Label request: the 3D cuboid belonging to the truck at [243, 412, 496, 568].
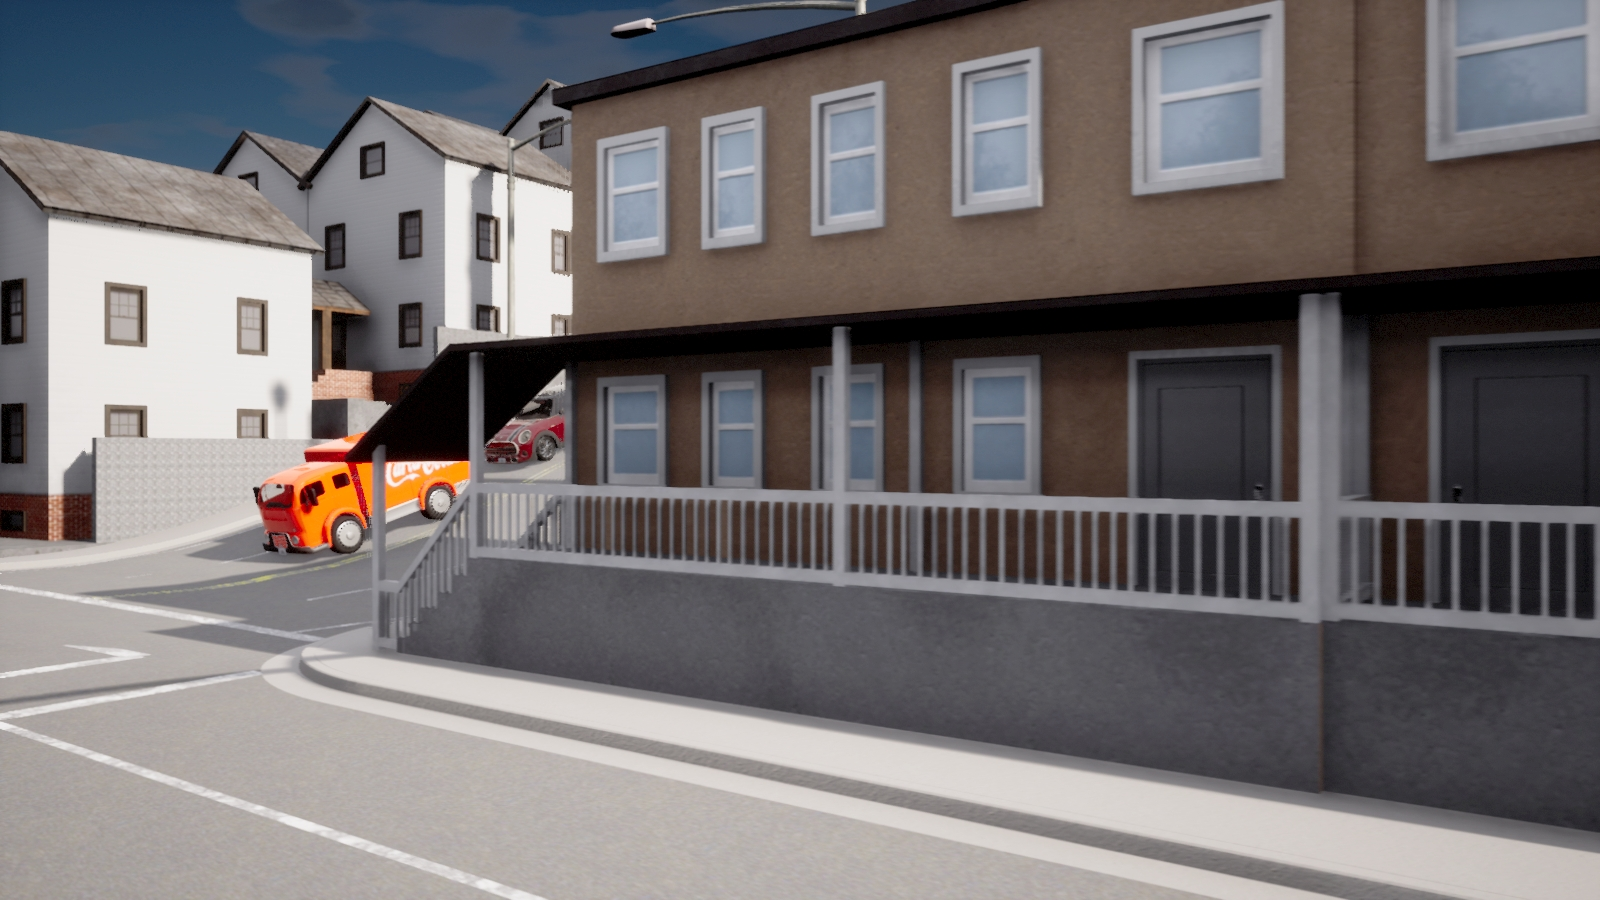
[{"bbox_3d":[-10.983,0.890,29.625,2.627,2.467,5.204,0,16,34],"label":"truck"}]
